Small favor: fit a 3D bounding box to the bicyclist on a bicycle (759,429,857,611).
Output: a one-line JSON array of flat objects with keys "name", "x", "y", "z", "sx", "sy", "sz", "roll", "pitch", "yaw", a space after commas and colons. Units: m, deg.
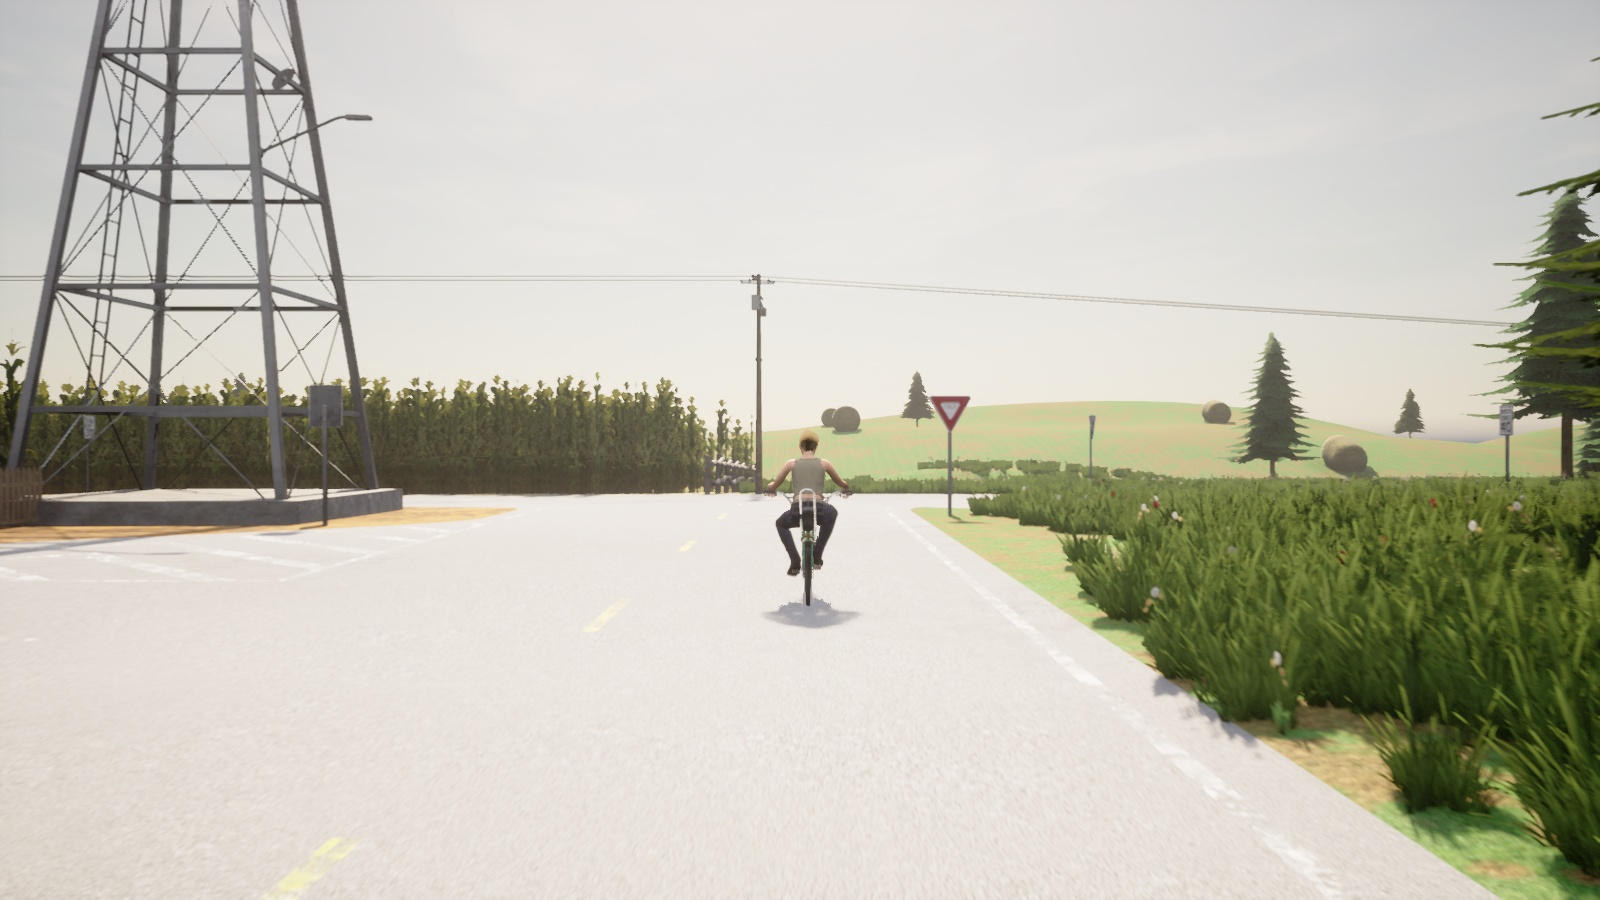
[{"name": "bicyclist on a bicycle", "x": 0.078, "y": 0.616, "z": 11.857, "sx": 0.866, "sy": 1.612, "sz": 1.509, "roll": 0, "pitch": 0, "yaw": 1}]
